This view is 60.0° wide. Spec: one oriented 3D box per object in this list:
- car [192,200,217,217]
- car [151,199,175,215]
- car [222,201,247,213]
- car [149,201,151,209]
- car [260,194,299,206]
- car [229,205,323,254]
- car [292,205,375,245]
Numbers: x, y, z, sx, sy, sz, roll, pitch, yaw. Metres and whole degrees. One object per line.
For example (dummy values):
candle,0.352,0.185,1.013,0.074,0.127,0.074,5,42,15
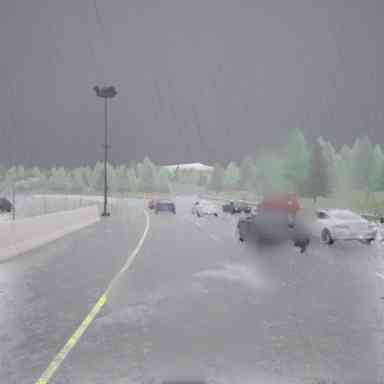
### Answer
car,1.156,1.525,31.380,1.812,1.442,4.674,0,0,-8
car,-2.849,1.478,34.212,1.882,1.535,5.008,0,0,-9
car,4.392,1.600,33.433,1.895,1.301,4.718,0,0,-9
car,-4.619,1.601,43.509,1.895,1.301,4.718,0,0,-12
car,8.211,1.217,31.659,2.150,2.045,5.566,0,-1,-8
car,3.086,1.491,13.482,2.128,1.511,4.902,0,0,-4
car,6.474,1.525,15.359,1.812,1.442,4.674,0,0,-4
